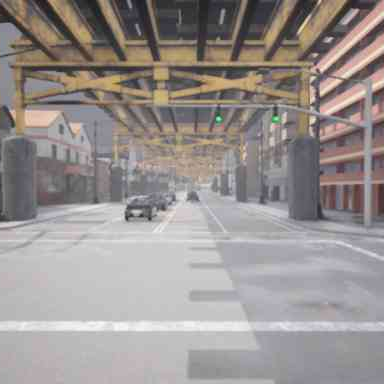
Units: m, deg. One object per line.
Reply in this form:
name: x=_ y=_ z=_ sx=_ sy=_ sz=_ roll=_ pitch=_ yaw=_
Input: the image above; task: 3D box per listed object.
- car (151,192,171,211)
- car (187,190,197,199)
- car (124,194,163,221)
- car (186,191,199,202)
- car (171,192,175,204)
car: x=-3.588 y=0.908 z=33.122 sx=2.097 sy=1.767 sz=4.553 roll=0 pitch=1 yaw=0
car: x=0.012 y=0.492 z=64.441 sx=1.837 sy=1.490 sz=4.892 roll=0 pitch=1 yaw=0
car: x=-3.592 y=1.171 z=23.962 sx=2.128 sy=1.511 sz=4.902 roll=0 pitch=1 yaw=0
car: x=0.111 y=0.754 z=53.429 sx=1.812 sy=1.442 sz=4.674 roll=0 pitch=1 yaw=0
car: x=-3.575 y=0.941 z=43.009 sx=1.812 sy=1.442 sz=4.674 roll=0 pitch=1 yaw=0
